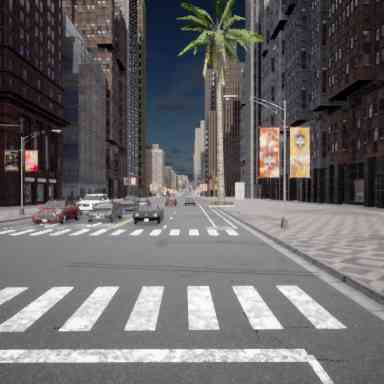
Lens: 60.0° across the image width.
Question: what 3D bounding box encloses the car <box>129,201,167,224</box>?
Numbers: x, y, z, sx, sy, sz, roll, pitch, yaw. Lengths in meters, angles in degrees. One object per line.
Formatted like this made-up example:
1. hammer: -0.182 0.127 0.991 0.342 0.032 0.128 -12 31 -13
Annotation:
1. car: -3.137 1.606 24.739 1.895 1.301 4.718 0 0 -1

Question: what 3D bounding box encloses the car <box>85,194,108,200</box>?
1. car: -10.043 1.232 34.257 2.150 2.045 5.566 0 0 0

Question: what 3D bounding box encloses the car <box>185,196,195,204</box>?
1. car: -0.381 1.539 66.547 1.882 1.535 5.008 0 0 0

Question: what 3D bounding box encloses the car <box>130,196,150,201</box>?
1. car: -6.852 1.513 46.146 2.128 1.511 4.902 0 0 0

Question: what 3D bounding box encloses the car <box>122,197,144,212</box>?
1. car: -6.802 1.558 35.850 2.033 1.411 5.357 0 0 0

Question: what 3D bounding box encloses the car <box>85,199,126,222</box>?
1. car: -6.742 1.531 26.179 1.812 1.442 4.674 0 0 0

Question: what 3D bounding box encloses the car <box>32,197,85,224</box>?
1. car: -9.987 1.357 24.770 2.097 1.767 4.553 0 0 0

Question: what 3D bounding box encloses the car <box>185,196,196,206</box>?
1. car: -0.321 1.586 56.124 2.033 1.411 5.357 0 0 0

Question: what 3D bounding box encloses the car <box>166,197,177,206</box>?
1. car: -3.472 1.565 56.527 1.812 1.442 4.674 0 0 0
